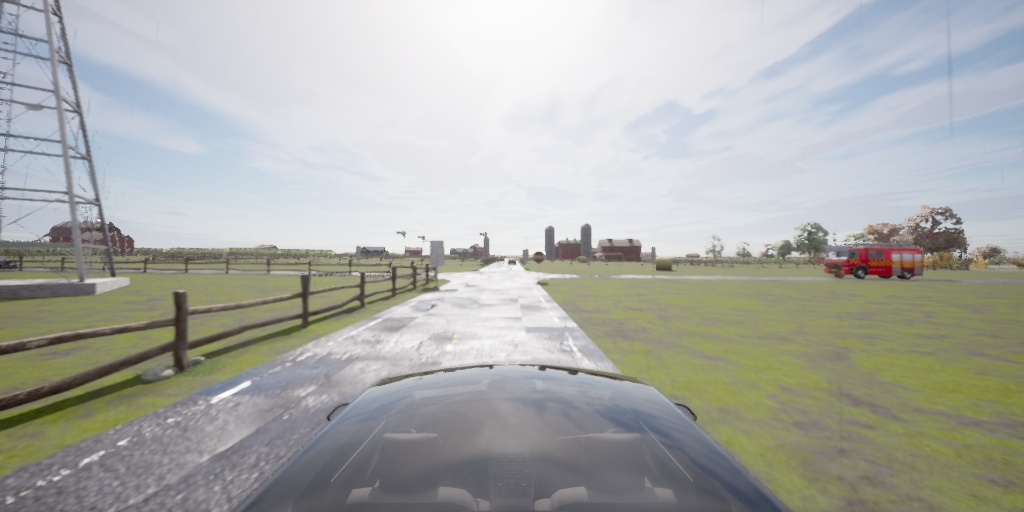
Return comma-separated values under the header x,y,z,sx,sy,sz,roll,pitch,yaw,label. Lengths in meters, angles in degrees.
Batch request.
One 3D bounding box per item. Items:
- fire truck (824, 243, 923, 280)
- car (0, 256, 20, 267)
x,y,z,sx,sy,sz,roll,pitch,yaw,label
39.462,0.590,39.317,8.468,3.827,2.891,1,-1,-1,fire truck
-51.922,0.582,35.424,4.892,1.490,1.837,1,-1,-1,car
